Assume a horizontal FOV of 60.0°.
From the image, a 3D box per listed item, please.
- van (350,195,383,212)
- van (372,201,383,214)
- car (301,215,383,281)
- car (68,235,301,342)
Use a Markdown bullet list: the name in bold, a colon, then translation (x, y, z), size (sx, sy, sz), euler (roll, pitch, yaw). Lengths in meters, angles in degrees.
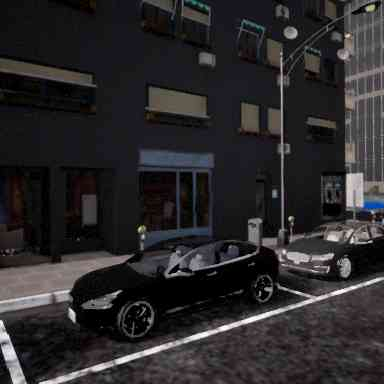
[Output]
- **van**: translation (18.231, 1.199, 33.642), size (1.690, 1.788, 3.998), euler (-1, 1, -35)
- **van**: translation (9.008, 1.336, 13.001), size (3.998, 1.788, 1.690), euler (0, -1, -35)
- **car**: translation (4.449, 1.547, 9.746), size (4.403, 1.369, 2.008), euler (0, -1, -35)
- **car**: translation (-0.112, 1.563, 6.492), size (4.313, 1.339, 1.947), euler (0, -1, -35)
